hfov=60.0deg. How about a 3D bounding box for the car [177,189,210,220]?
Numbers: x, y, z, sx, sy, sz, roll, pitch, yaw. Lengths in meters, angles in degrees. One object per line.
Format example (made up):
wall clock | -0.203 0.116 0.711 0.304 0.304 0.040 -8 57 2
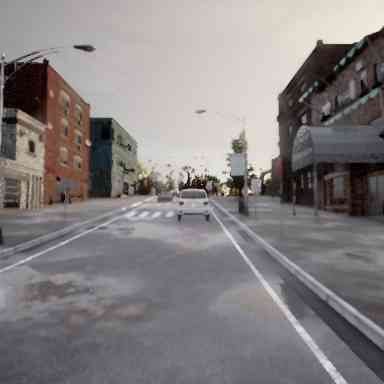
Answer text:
car | 0.099 0.811 23.524 2.150 2.045 5.566 0 2 0

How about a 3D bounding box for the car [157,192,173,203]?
car | -3.503 0.666 44.099 2.033 1.411 5.357 0 1 0

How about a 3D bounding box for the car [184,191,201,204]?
car | 0.096 0.663 42.043 2.033 1.411 5.357 0 1 0
